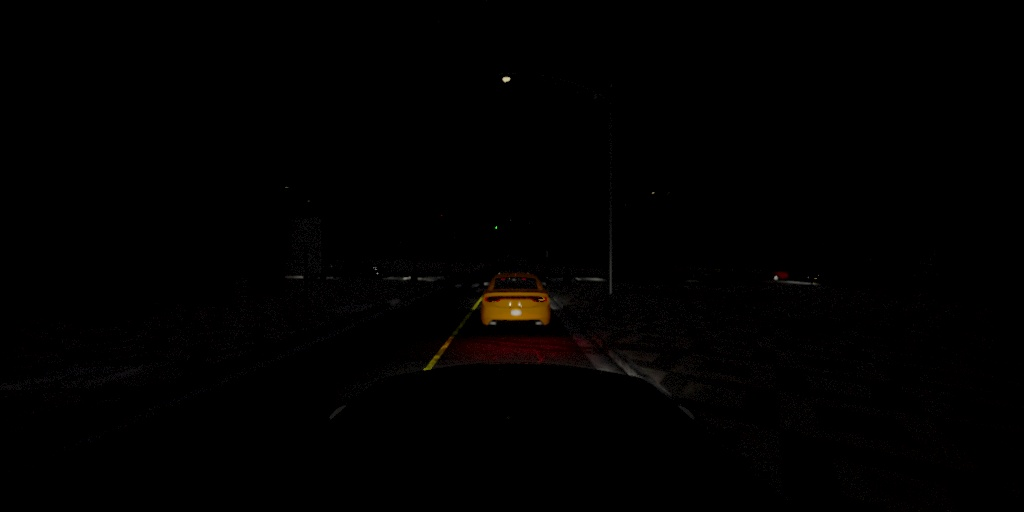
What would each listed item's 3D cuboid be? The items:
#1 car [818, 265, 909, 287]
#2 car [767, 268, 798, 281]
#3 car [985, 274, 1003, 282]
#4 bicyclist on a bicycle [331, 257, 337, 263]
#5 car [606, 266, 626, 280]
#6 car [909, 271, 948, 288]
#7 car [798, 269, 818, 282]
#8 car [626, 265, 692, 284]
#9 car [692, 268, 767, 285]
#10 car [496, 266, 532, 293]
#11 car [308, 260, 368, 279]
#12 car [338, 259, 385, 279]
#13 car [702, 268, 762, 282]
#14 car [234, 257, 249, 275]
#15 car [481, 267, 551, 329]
[{"bbox_3d":[29.067,1.668,29.786,5.009,1.841,2.192,0,0,0],"label":"car"},{"bbox_3d":[29.079,1.932,38.311,4.507,1.381,1.888,0,0,0],"label":"car"},{"bbox_3d":[40.360,2.123,29.779,4.207,1.307,1.802,0,0,0],"label":"car"},{"bbox_3d":[-20.479,0.958,41.217,0.582,1.620,1.656,1,0,0],"label":"bicyclist on a bicycle"},{"bbox_3d":[11.895,1.609,35.657,4.892,1.490,1.837,1,0,0],"label":"car"},{"bbox_3d":[34.710,1.991,29.782,4.507,1.381,1.888,0,0,0],"label":"car"},{"bbox_3d":[31.878,1.927,35.636,4.892,1.490,1.837,1,0,0],"label":"car"},{"bbox_3d":[12.137,1.651,29.796,4.313,1.339,1.948,0,0,0],"label":"car"},{"bbox_3d":[17.950,1.698,29.793,4.829,1.417,1.751,0,0,0],"label":"car"},{"bbox_3d":[0.106,1.392,22.686,2.033,1.411,5.357,0,0,0],"label":"car"},{"bbox_3d":[-14.770,1.242,29.716,4.403,1.370,2.007,0,0,0],"label":"car"},{"bbox_3d":[-13.888,1.067,32.432,4.553,1.767,2.097,1,0,1],"label":"car"},{"bbox_3d":[21.812,1.860,35.650,4.718,1.301,1.895,1,0,0],"label":"car"},{"bbox_3d":[-23.886,1.069,32.483,4.902,1.511,2.128,1,0,0],"label":"car"},{"bbox_3d":[0.102,1.271,11.477,1.882,1.535,5.008,0,0,0],"label":"car"}]
